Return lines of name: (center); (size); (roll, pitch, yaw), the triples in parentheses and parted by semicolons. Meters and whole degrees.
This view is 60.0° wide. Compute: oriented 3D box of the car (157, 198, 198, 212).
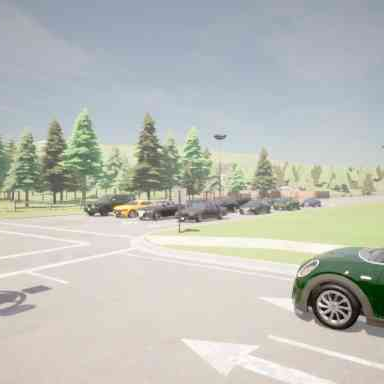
car: (-1.706, 1.547, 40.585); (2.033, 1.411, 5.357); (0, 0, 36)

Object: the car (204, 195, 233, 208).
car: (3.932, 1.352, 48.259); (2.097, 1.767, 4.553); (0, 0, 36)

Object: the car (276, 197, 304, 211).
car: (11.794, 1.352, 41.227); (2.097, 1.767, 4.553); (0, 0, 36)

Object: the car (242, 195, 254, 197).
car: (8.639, 1.491, 42.848); (2.128, 1.511, 4.902); (0, 0, 36)

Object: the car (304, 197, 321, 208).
car: (17.707, 1.526, 49.244); (1.812, 1.442, 4.674); (0, 0, 37)

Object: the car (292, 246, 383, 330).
car: (4.032, 1.352, 5.414); (4.553, 1.767, 2.097); (0, 0, 35)

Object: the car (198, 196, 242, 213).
car: (3.057, 1.478, 35.245); (1.882, 1.535, 5.008); (0, 0, 36)

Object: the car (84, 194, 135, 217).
car: (-7.726, 1.221, 32.379); (2.150, 2.045, 5.566); (0, 0, 36)

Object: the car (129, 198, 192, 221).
car: (-2.504, 1.491, 27.666); (2.128, 1.511, 4.902); (0, 0, 36)

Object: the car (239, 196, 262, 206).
car: (9.971, 1.478, 56.435); (1.882, 1.535, 5.008); (0, 0, 37)

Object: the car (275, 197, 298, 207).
car: (14.533, 1.526, 50.841); (1.812, 1.442, 4.674); (0, 0, 37)

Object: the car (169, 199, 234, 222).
car: (0.884, 1.547, 26.366); (2.033, 1.411, 5.357); (0, 0, 36)

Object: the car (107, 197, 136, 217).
car: (-4.893, 1.478, 30.324); (1.882, 1.535, 5.008); (0, 0, 36)

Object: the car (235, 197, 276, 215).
car: (6.564, 1.526, 34.090); (1.812, 1.442, 4.674); (0, 0, 36)

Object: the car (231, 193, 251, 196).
car: (6.409, 1.221, 45.724); (2.150, 2.045, 5.566); (0, 0, 36)

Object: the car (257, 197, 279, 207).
car: (12.383, 1.564, 53.813); (1.994, 1.385, 4.181); (0, 0, 37)
